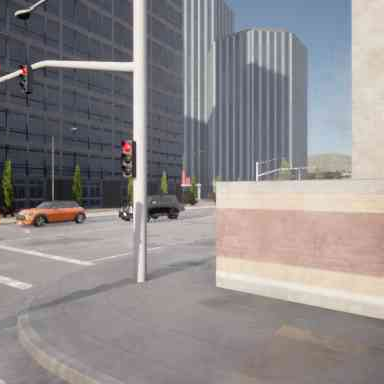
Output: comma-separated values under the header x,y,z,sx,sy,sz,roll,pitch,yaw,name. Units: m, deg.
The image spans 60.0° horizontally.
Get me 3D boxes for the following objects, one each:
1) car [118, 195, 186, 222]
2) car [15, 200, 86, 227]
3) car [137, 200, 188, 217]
x,y,z,sx,sy,sz,roll,pitch,yaw,name
-3.244,1.276,26.357,2.150,2.045,5.566,0,0,36,car
-9.792,1.407,23.239,2.097,1.767,4.553,0,0,36,car
-2.772,1.602,33.012,2.033,1.411,5.357,0,0,36,car
